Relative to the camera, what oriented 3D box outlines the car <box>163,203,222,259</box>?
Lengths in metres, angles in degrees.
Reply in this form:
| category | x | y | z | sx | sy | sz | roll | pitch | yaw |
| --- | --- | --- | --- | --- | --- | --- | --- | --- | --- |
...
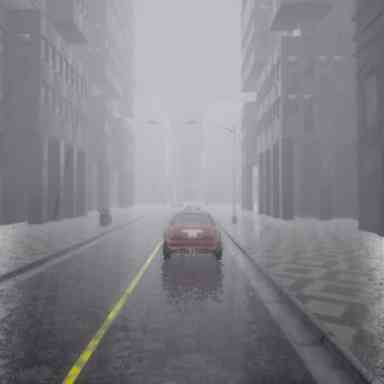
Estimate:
| category | x | y | z | sx | sy | sz | roll | pitch | yaw |
| --- | --- | --- | --- | --- | --- | --- | --- | --- | --- |
| car | 0.034 | 1.504 | 13.451 | 2.097 | 1.767 | 4.553 | 0 | -1 | 0 |

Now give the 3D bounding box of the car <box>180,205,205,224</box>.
| category | x | y | z | sx | sy | sz | roll | pitch | yaw |
| --- | --- | --- | --- | --- | --- | --- | --- | --- | --- |
| car | 0.049 | 1.893 | 28.368 | 1.994 | 1.385 | 4.181 | 0 | -1 | 0 |

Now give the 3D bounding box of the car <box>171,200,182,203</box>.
| category | x | y | z | sx | sy | sz | roll | pitch | yaw |
| --- | --- | --- | --- | --- | --- | --- | --- | --- | --- |
| car | -2.945 | 2.341 | 65.073 | 2.128 | 1.511 | 4.902 | 0 | -1 | 1 |
